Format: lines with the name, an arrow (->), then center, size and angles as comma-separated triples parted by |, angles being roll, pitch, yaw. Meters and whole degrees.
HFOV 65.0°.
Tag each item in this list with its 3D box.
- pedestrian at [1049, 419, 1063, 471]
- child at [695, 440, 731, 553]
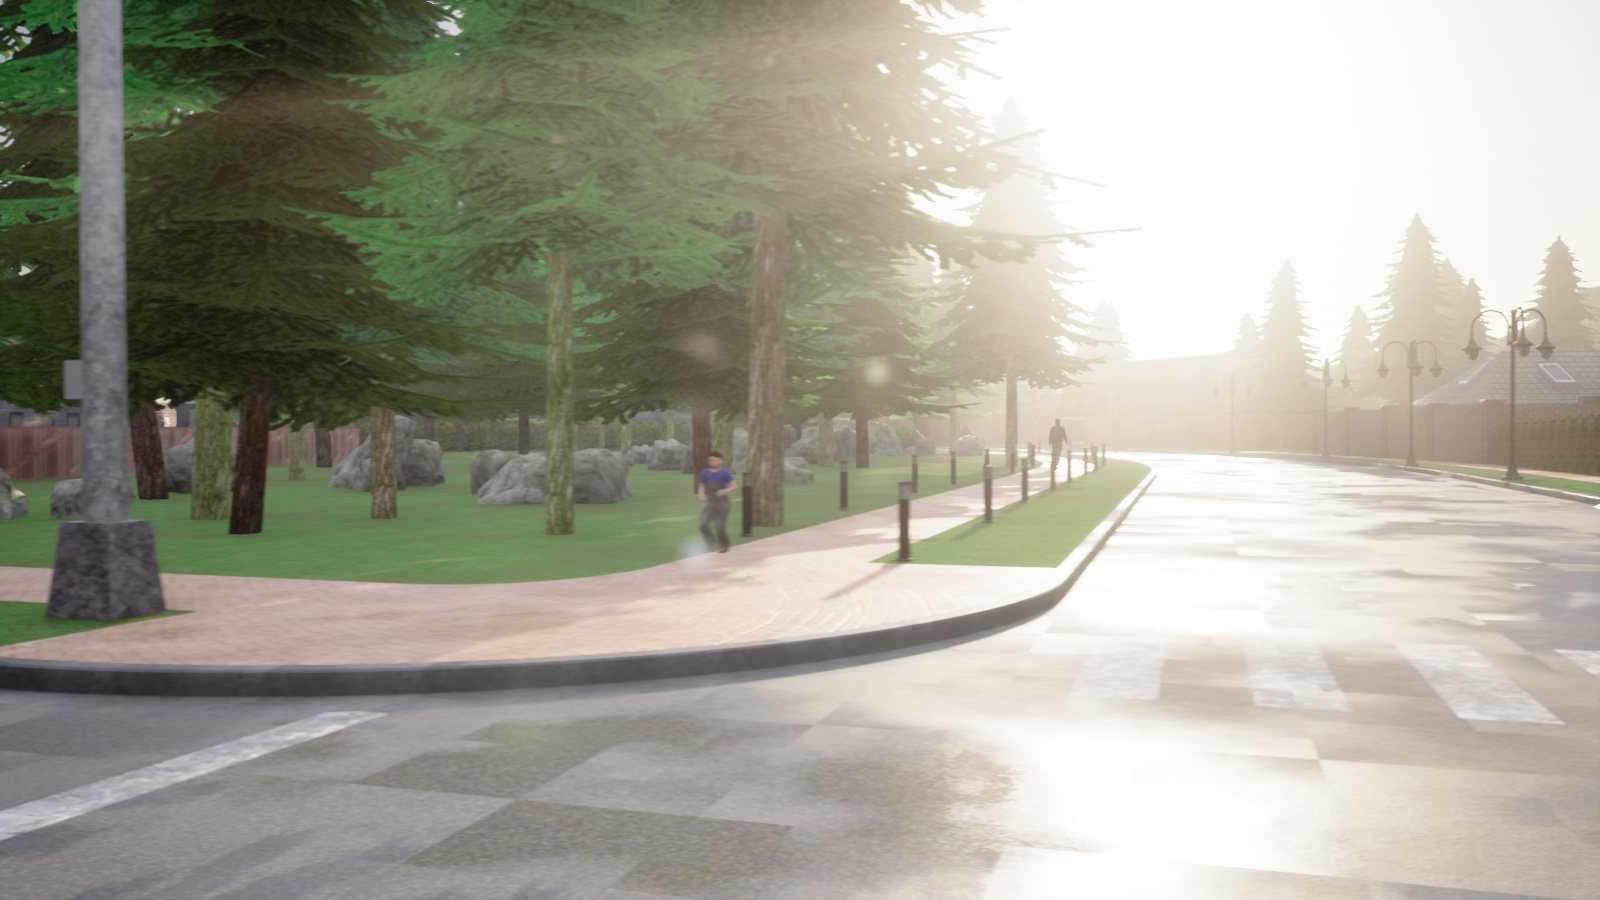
pedestrian -> 8.996, -0.181, 44.113 | 0.431, 1.840, 0.703 | 1, 1, 15
child -> -0.984, 0.520, 14.293 | 0.270, 1.263, 0.437 | 1, 1, 17
